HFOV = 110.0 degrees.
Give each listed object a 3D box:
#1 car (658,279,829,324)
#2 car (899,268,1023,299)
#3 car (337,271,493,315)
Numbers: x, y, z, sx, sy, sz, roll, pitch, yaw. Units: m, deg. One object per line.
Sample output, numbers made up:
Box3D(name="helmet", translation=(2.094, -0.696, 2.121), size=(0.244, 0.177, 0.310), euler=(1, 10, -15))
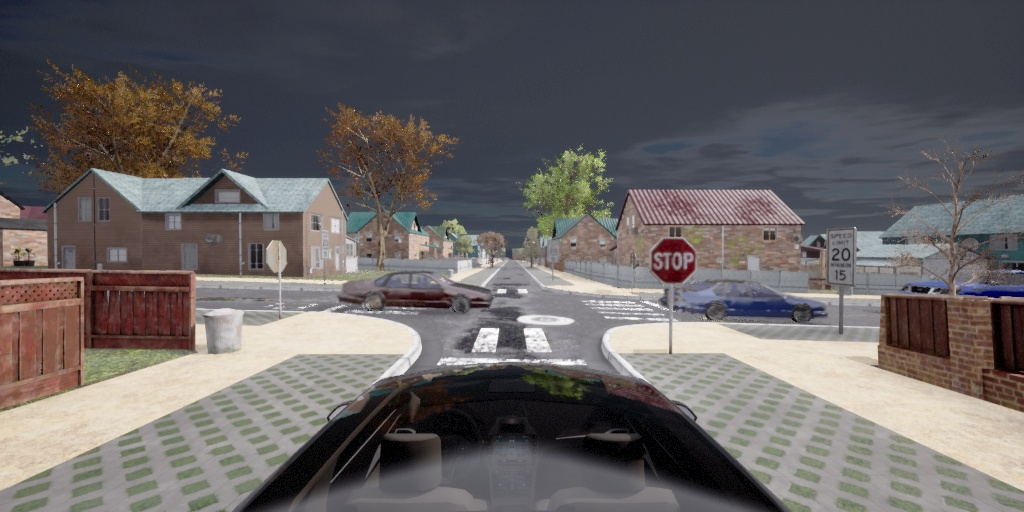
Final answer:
Box3D(name="car", translation=(8.323, 1.591, 13.178), size=(5.357, 1.411, 2.033), euler=(2, 1, 0))
Box3D(name="car", translation=(20.935, 1.587, 16.093), size=(5.566, 2.045, 2.150), euler=(2, 1, 0))
Box3D(name="car", translation=(-3.391, 1.262, 13.113), size=(5.357, 1.411, 2.033), euler=(2, 1, 0))
